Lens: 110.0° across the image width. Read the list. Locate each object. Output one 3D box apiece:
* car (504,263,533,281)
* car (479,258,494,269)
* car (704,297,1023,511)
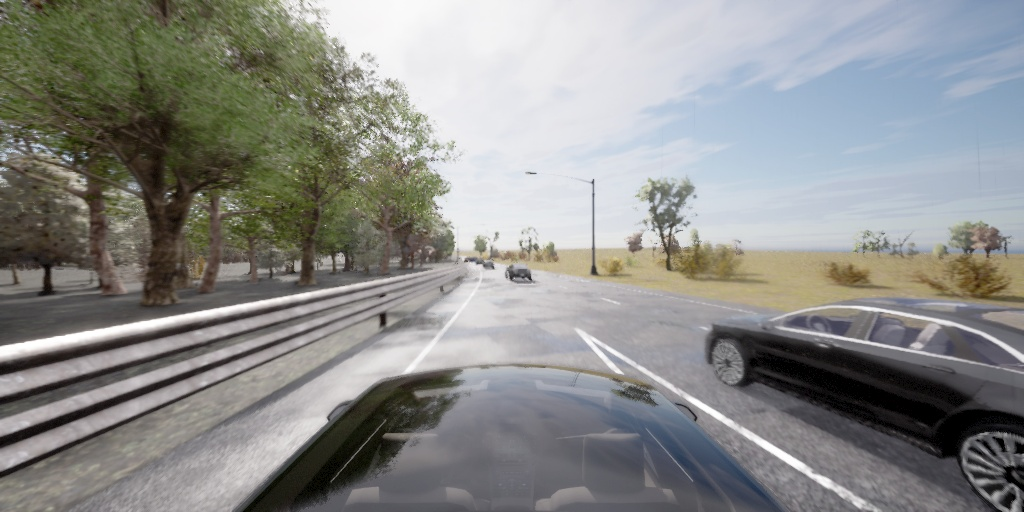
[{"bbox_3d":[0.505,1.356,30.908,1.812,1.442,4.674,0,0,-8],"label":"car"},{"bbox_3d":[-4.249,1.438,63.849,2.128,1.511,4.902,0,0,-8],"label":"car"},{"bbox_3d":[4.373,1.223,4.119,2.128,1.511,4.902,0,0,-8],"label":"car"}]
